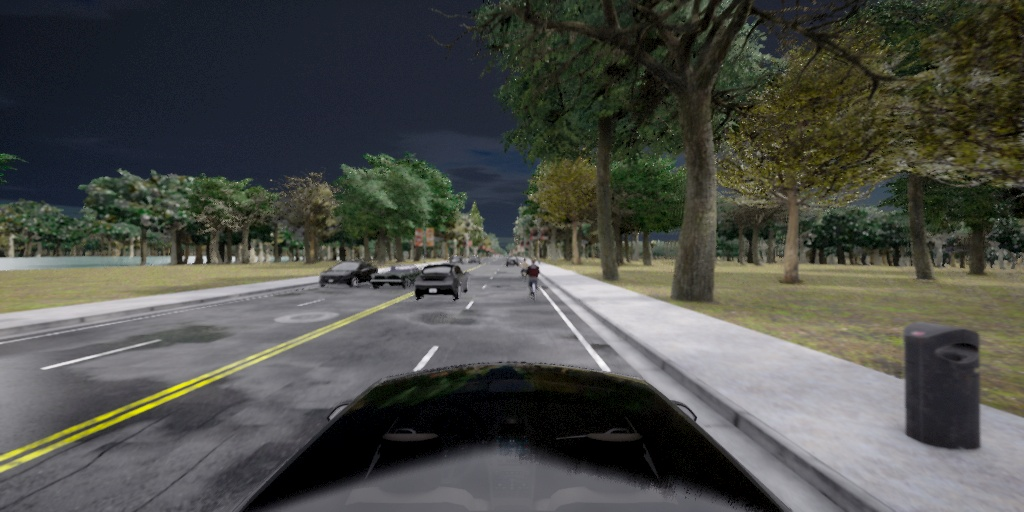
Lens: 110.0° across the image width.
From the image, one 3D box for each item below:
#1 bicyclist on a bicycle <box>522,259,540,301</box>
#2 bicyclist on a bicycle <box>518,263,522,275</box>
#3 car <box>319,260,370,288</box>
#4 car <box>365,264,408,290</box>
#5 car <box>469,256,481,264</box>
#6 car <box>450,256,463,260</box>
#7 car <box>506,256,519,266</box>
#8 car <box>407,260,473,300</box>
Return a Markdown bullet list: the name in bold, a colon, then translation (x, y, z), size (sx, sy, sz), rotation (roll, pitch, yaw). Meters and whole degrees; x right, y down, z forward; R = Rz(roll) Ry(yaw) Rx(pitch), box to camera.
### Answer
- **bicyclist on a bicycle**: translation (0.889, 1.000, 15.100), size (0.659, 1.776, 1.843), rotation (0, 1, 0)
- **bicyclist on a bicycle**: translation (0.870, 0.979, 24.618), size (0.866, 1.612, 1.509), rotation (0, 0, 0)
- **car**: translation (-9.855, 1.044, 22.009), size (1.882, 1.535, 5.008), rotation (0, 1, 0)
- **car**: translation (-6.605, 1.176, 21.060), size (1.895, 1.301, 4.718), rotation (0, 1, 0)
- **car**: translation (-6.553, 0.759, 63.088), size (1.994, 1.385, 4.181), rotation (0, 0, 1)
- **car**: translation (-9.803, 0.691, 63.058), size (2.128, 1.511, 4.902), rotation (0, 0, 1)
- **car**: translation (0.087, 0.792, 54.746), size (1.812, 1.442, 4.674), rotation (0, 1, 0)
- **car**: translation (-3.158, 1.120, 16.723), size (1.837, 1.490, 4.892), rotation (0, 1, 0)
